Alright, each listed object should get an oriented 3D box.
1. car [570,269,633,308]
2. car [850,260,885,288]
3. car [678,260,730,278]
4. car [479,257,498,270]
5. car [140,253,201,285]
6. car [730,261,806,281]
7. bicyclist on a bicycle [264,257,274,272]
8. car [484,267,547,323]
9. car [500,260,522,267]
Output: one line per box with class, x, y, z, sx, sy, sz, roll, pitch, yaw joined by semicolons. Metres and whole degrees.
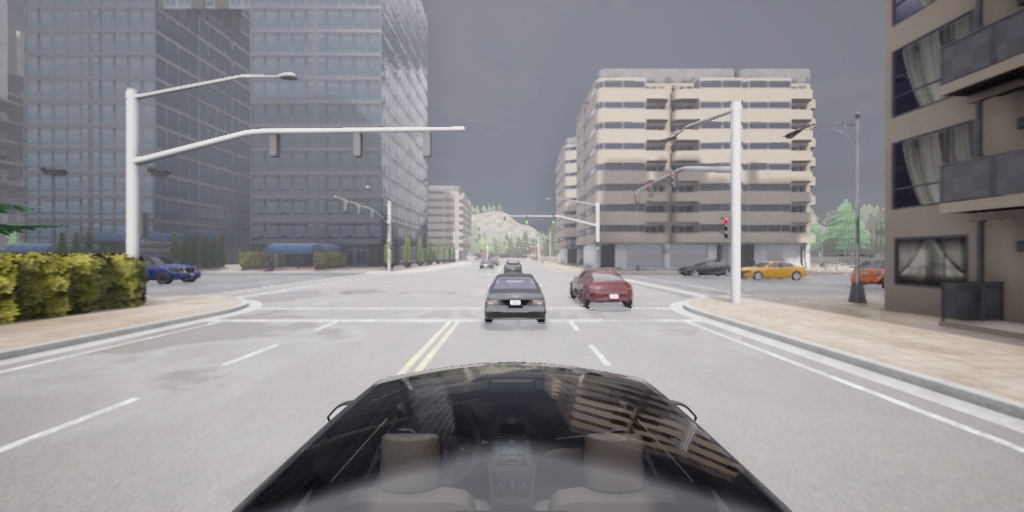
car;3.594;1.245;14.914;1.812;1.442;4.674;0;0;0
car;23.657;1.056;21.896;4.553;1.767;2.097;0;0;0
car;17.730;1.158;32.518;5.008;1.535;1.882;0;0;-1
car;-3.577;1.126;51.262;2.128;1.511;4.902;0;0;0
car;-24.982;0.911;24.888;5.566;2.045;2.150;1;0;-1
car;20.909;1.166;29.049;5.008;1.535;1.882;0;0;-1
bicyclist on a bicycle;-26.642;0.965;39.354;0.582;1.620;1.656;0;0;-1
car;0.092;1.274;12.002;2.033;1.411;5.357;0;0;0
car;0.099;1.157;39.052;2.128;1.511;4.902;0;0;0
